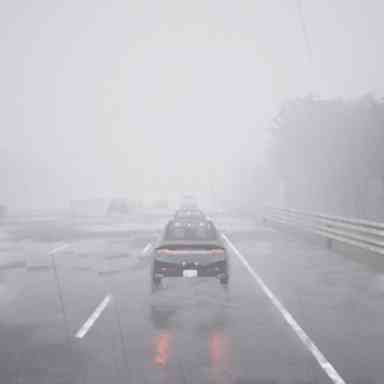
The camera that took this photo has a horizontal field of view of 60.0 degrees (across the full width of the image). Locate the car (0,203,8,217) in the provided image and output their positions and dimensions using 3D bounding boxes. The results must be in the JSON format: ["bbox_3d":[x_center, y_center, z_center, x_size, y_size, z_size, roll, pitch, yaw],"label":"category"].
[{"bbox_3d":[-17.884,1.528,28.649,1.882,1.535,5.008,0,0,-1],"label":"car"}]

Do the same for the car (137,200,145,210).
[{"bbox_3d":[-7.481,1.683,44.637,1.895,1.301,4.718,0,0,-1],"label":"car"}]

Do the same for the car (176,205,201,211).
[{"bbox_3d":[-0.139,1.633,18.711,1.895,1.301,4.718,0,0,-1],"label":"car"}]

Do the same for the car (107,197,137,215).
[{"bbox_3d":[-7.294,1.414,34.328,2.097,1.767,4.553,0,0,-1],"label":"car"}]

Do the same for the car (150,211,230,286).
[{"bbox_3d":[-0.050,1.506,9.438,2.128,1.511,4.902,0,0,0],"label":"car"}]

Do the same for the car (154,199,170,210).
[{"bbox_3d":[-3.966,1.628,43.789,2.033,1.411,5.357,0,0,-1],"label":"car"}]

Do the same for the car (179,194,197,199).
[{"bbox_3d":[-0.470,1.306,43.948,2.150,2.045,5.566,0,0,-1],"label":"car"}]

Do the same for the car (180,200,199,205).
[{"bbox_3d":[-0.247,1.594,26.199,2.033,1.411,5.357,0,0,-1],"label":"car"}]

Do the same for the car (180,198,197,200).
[{"bbox_3d":[-0.273,1.624,32.962,1.994,1.385,4.181,0,0,-1],"label":"car"}]
